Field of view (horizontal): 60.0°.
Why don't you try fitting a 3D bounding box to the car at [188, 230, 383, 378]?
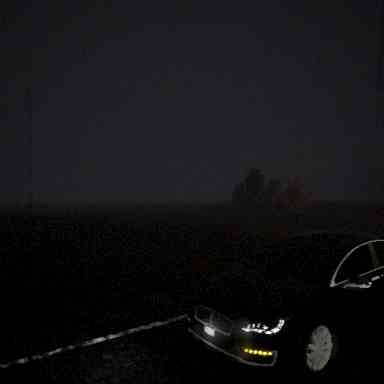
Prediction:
[{"bbox_3d":[2.194,1.463,5.561,4.892,1.490,1.837,-1,0,-36],"label":"car"}]
